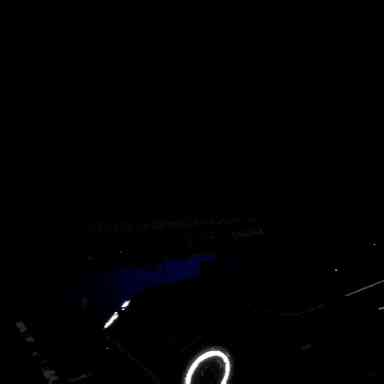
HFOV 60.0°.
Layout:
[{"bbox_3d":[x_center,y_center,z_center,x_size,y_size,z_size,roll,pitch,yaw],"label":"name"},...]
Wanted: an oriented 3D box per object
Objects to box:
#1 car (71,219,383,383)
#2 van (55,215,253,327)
[{"bbox_3d":[1.138,1.367,4.232,4.553,1.767,2.097,0,0,-37],"label":"car"},{"bbox_3d":[-0.345,1.373,6.352,3.998,1.788,1.690,0,0,-37],"label":"van"}]
